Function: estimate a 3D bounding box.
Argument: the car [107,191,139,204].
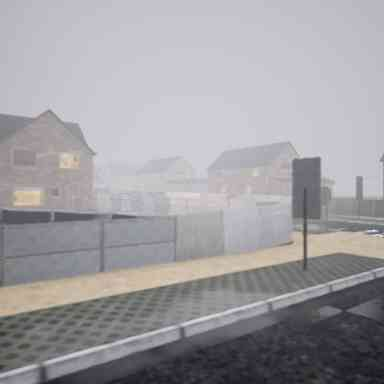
[{"bbox_3d":[-8.341,0.916,40.846,1.895,1.301,4.718,0,1,-36],"label":"car"}]

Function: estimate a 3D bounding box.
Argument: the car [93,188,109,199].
[{"bbox_3d":[-15.423,0.324,55.432,2.150,2.045,5.566,0,0,-36],"label":"car"}]

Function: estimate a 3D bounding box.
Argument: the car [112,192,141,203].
[{"bbox_3d":[-9.379,0.792,47.176,2.033,1.411,5.357,0,1,-35],"label":"car"}]
